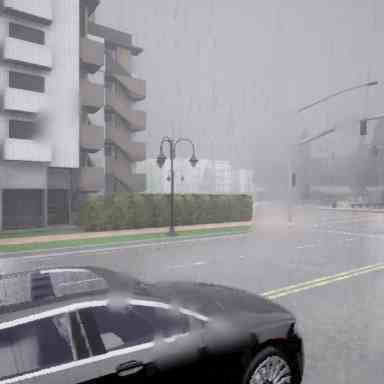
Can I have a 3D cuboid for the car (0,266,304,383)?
[{"bbox_3d":[-0.982,1.492,3.056,4.902,1.511,2.128,0,0,-35],"label":"car"}]
